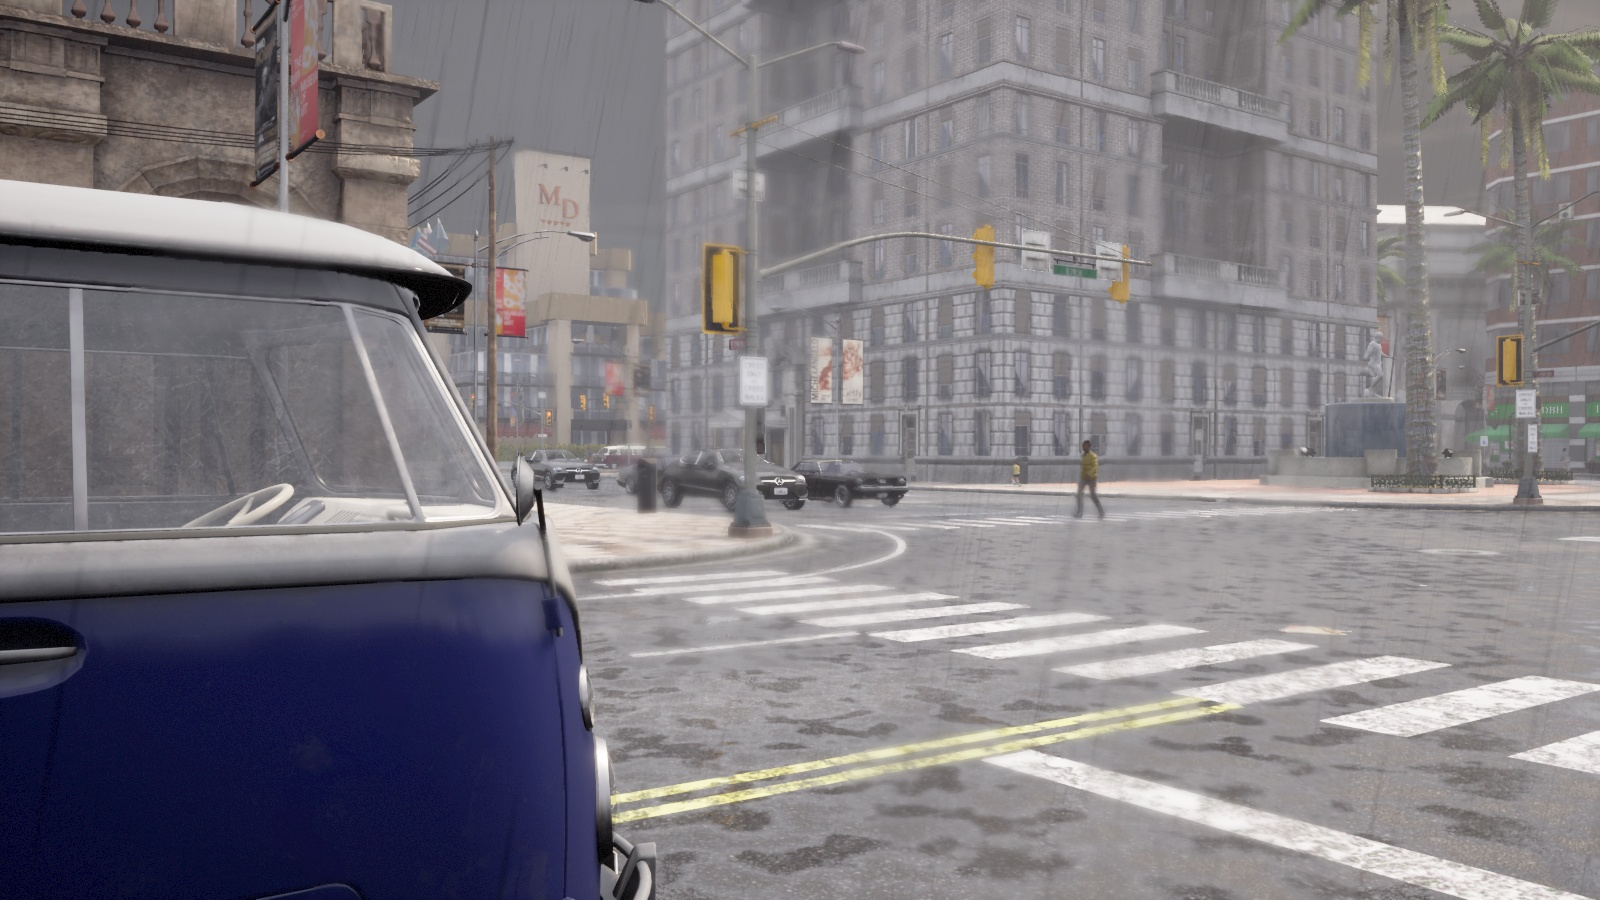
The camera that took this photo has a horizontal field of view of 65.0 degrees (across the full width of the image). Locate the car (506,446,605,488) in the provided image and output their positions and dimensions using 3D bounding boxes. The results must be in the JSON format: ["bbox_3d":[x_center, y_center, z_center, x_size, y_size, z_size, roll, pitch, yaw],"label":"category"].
[{"bbox_3d":[-10.185,0.672,51.933,2.152,1.651,5.027,0,0,-35],"label":"car"}]

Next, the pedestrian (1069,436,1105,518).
[{"bbox_3d":[6.499,0.605,28.422,0.709,1.840,0.431,0,0,-36],"label":"pedestrian"}]

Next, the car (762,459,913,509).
[{"bbox_3d":[0.999,0.931,36.006,1.895,1.301,4.718,0,0,-35],"label":"car"}]

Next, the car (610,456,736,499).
[{"bbox_3d":[-4.522,0.909,43.887,2.033,1.411,5.357,0,0,-35],"label":"car"}]

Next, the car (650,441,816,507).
[{"bbox_3d":[-1.910,0.611,34.029,2.152,1.651,5.027,0,0,-35],"label":"car"}]

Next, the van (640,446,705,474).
[{"bbox_3d":[-9.373,0.744,92.422,4.442,1.987,1.775,0,0,-36],"label":"van"}]

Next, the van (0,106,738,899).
[{"bbox_3d":[-2.452,0.508,1.947,4.442,1.987,1.775,0,0,-35],"label":"van"}]
